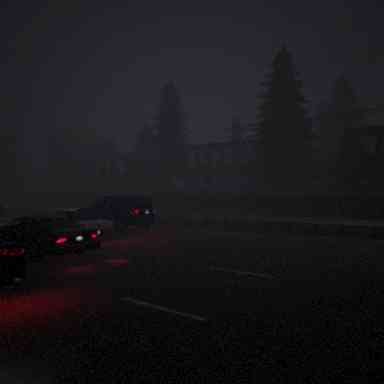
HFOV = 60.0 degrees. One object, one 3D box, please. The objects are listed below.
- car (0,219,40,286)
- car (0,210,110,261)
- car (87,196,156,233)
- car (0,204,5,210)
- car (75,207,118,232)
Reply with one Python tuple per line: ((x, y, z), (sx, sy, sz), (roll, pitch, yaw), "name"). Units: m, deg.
((-6.108, 1.487, 8.289), (5.008, 1.535, 1.882), (0, 0, 36), "car")
((-5.700, 1.559, 12.313), (5.357, 1.411, 2.033), (0, 0, 36), "car")
((-4.697, 1.236, 20.223), (5.566, 2.045, 2.150), (0, 0, 36), "car")
((-19.078, 1.509, 30.484), (5.008, 1.535, 1.882), (0, 0, 36), "car")
((-6.258, 1.615, 17.031), (4.718, 1.301, 1.895), (0, 0, 36), "car")
